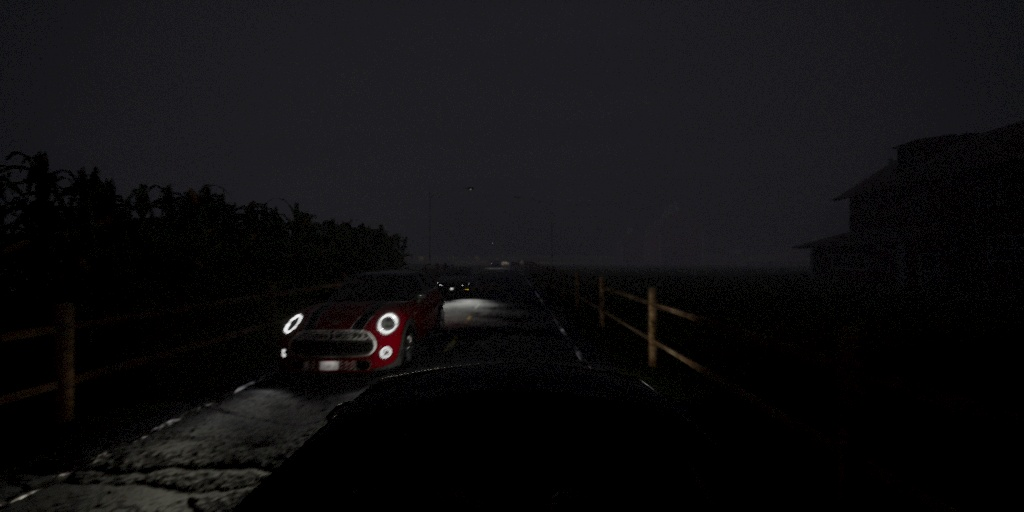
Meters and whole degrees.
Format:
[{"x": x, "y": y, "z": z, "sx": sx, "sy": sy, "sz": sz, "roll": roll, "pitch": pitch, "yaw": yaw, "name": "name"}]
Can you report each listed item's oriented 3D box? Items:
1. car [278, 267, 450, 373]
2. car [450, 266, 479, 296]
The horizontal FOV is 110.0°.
[{"x": -2.856, "y": 1.125, "z": 7.837, "sx": 2.097, "sy": 1.767, "sz": 4.553, "roll": 0, "pitch": 0, "yaw": 0, "name": "car"}, {"x": -2.886, "y": 1.304, "z": 19.624, "sx": 1.837, "sy": 1.490, "sz": 4.892, "roll": 0, "pitch": 1, "yaw": 0, "name": "car"}]
